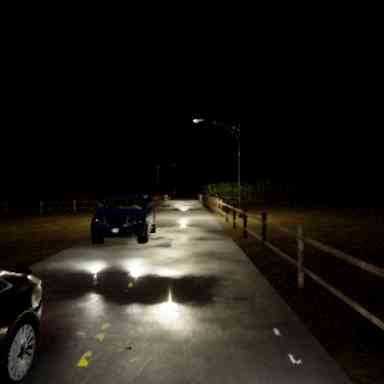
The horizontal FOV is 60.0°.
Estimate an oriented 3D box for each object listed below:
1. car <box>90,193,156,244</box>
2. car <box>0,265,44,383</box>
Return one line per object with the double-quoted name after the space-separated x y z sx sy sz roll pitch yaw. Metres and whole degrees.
-2.933 1.087 15.322 2.150 2.045 5.566 0 0 -1 "car"
-2.859 1.468 2.467 2.128 1.511 4.902 0 1 0 "car"
